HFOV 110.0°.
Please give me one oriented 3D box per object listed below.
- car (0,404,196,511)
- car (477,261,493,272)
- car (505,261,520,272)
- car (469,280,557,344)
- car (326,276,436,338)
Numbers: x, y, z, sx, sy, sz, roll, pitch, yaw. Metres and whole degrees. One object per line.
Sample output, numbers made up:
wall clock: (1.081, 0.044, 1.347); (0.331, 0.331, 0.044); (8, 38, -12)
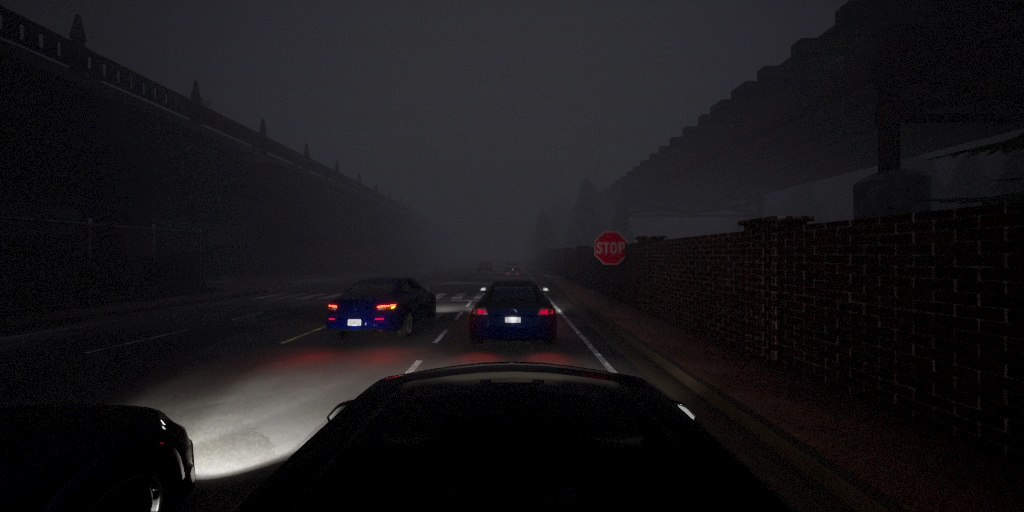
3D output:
car: (-3.399, 1.314, 0.974); (1.994, 1.385, 4.181); (0, 0, 0)
car: (-3.431, 1.297, 45.878); (2.033, 1.411, 5.357); (0, 0, -1)
car: (0.060, 1.351, 46.250); (1.895, 1.301, 4.718); (0, 0, -1)
car: (0.061, 1.314, 9.551); (1.994, 1.385, 4.181); (0, 0, 1)
car: (-3.421, 1.276, 10.070); (1.812, 1.442, 4.674); (0, 0, 0)
